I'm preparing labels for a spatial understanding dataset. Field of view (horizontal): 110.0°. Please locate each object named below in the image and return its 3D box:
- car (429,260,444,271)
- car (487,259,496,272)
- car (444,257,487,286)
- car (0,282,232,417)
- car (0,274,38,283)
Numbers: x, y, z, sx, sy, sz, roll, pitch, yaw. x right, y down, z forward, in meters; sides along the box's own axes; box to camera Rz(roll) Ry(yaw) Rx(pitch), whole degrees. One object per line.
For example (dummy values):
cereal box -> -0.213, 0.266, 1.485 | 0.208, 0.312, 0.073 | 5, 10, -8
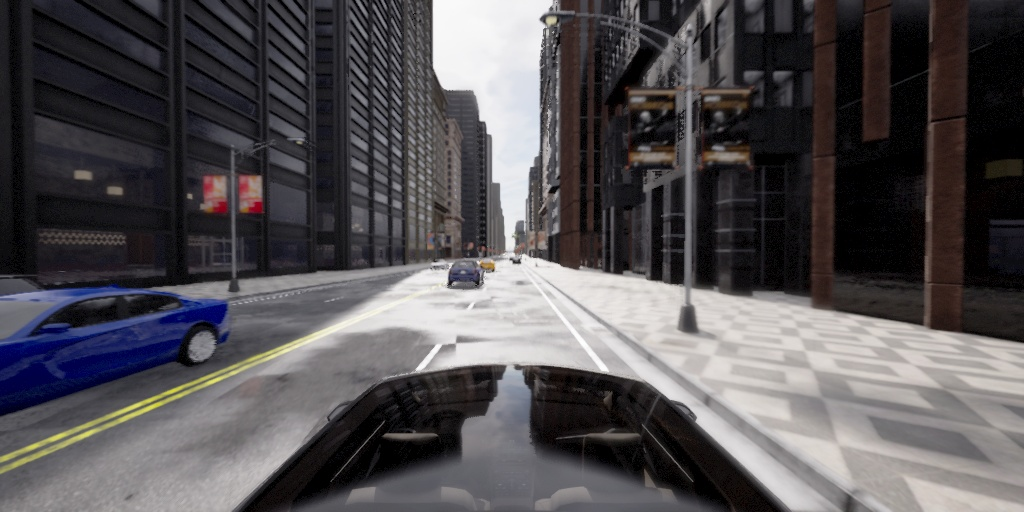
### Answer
car -> -9.808, 1.205, 48.458 | 1.812, 1.442, 4.674 | 0, 0, 0
car -> -3.144, 1.162, 46.067 | 1.882, 1.535, 5.008 | 0, 0, 0
car -> -3.146, 1.076, 25.192 | 2.097, 1.767, 4.553 | 0, 0, 0
car -> -6.600, 1.225, 5.121 | 1.882, 1.535, 5.008 | 0, 0, 0
car -> -9.851, 1.099, 5.317 | 2.097, 1.767, 4.553 | 0, 0, 0
